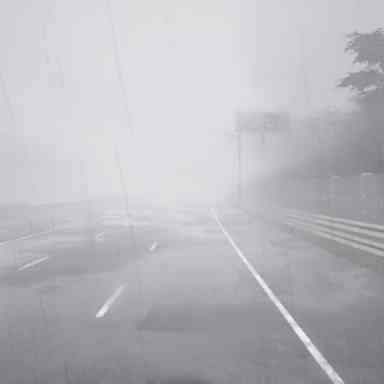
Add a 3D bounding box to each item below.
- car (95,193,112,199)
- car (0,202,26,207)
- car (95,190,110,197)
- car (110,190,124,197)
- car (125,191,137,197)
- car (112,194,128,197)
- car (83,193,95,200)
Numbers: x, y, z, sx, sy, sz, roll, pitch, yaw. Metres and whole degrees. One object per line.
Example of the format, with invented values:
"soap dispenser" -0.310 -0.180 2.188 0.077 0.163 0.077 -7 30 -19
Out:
"car" -18.733 0.952 72.353 2.128 1.511 4.902 0 1 3
"car" -17.148 1.617 31.308 2.033 1.411 5.357 0 0 2
"car" -21.676 0.355 81.003 2.128 1.511 4.902 0 2 4
"car" -18.185 0.357 80.762 2.128 1.511 4.902 0 2 4
"car" -14.695 0.430 80.494 1.895 1.301 4.718 0 2 4
"car" -15.242 1.026 72.097 1.895 1.301 4.718 0 1 3
"car" -22.225 0.976 72.583 1.994 1.385 4.181 0 1 3
